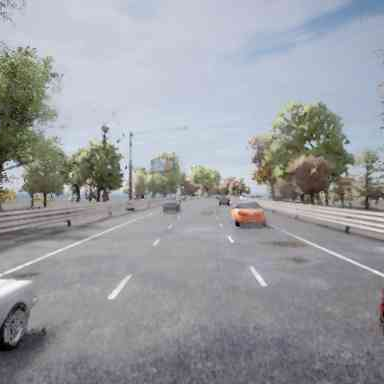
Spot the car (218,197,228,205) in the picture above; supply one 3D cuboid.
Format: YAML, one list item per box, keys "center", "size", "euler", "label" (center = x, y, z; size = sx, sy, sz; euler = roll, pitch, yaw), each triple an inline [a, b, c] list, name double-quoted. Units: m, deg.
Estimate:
- center: [6.738, 1.912, 71.691]
  size: [2.033, 1.411, 5.357]
  euler: [0, 0, 5]
  label: "car"

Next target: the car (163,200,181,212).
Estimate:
- center: [-2.383, 1.669, 40.797]
  size: [2.128, 1.511, 4.902]
  euler: [0, 0, 3]
  label: "car"

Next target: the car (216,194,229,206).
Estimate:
- center: [5.821, 1.733, 60.853]
  size: [2.033, 1.649, 4.856]
  euler: [0, 0, 4]
  label: "car"

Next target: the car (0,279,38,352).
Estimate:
- center: [-3.412, 1.605, 3.237]
  size: [1.895, 1.301, 4.718]
  euler: [0, 0, 0]
  label: "car"

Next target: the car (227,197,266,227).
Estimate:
- center: [3.965, 1.466, 24.098]
  size: [2.097, 1.767, 4.553]
  euler: [0, 0, 2]
  label: "car"

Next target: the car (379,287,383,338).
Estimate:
- center: [3.616, 1.500, 2.782]
  size: [1.882, 1.535, 5.008]
  euler: [0, 0, 0]
  label: "car"

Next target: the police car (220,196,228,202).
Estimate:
- center: [9.028, 2.004, 93.325]
  size: [2.038, 1.542, 4.974]
  euler: [0, 0, 7]
  label: "police car"
